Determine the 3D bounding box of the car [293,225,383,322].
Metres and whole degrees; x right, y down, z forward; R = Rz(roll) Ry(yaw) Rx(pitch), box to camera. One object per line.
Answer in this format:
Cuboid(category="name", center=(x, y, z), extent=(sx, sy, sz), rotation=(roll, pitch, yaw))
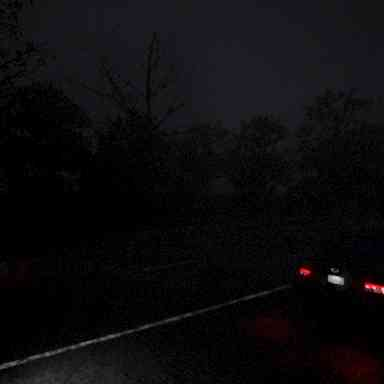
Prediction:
Cuboid(category="car", center=(4.374, 1.420, 6.868), extent=(5.357, 1.411, 2.033), rotation=(-2, 1, -36))
